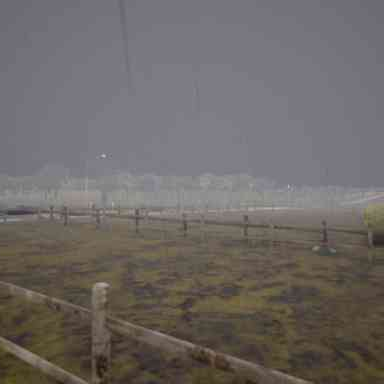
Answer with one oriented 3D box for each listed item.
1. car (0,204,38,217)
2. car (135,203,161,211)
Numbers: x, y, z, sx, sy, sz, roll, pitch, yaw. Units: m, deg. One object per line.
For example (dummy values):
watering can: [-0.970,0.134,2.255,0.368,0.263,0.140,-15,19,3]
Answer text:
car: [-18.216,1.894,34.201,1.895,1.301,4.718,1,-1,35]
car: [-6.651,2.330,50.563,1.994,1.385,4.181,1,-1,35]
